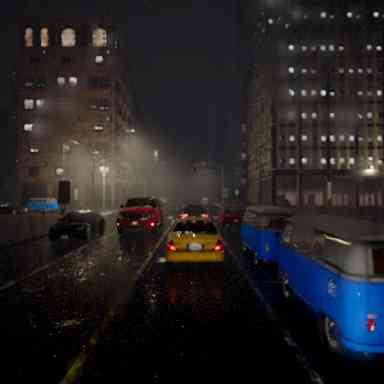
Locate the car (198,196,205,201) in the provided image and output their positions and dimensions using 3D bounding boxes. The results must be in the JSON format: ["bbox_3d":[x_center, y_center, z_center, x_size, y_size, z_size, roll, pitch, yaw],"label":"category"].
[{"bbox_3d":[2.674,1.859,94.778,1.752,1.417,4.829,1,0,0],"label":"car"}]

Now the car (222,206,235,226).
[{"bbox_3d":[2.694,1.639,22.604,1.887,1.381,4.507,1,0,0],"label":"car"}]

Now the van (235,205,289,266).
[{"bbox_3d":[2.700,1.391,11.452,1.690,1.788,3.998,1,0,0],"label":"van"}]

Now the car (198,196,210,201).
[{"bbox_3d":[2.682,1.801,66.350,2.008,1.369,4.403,1,0,0],"label":"car"}]

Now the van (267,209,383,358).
[{"bbox_3d":[2.701,1.367,5.875,1.690,1.788,3.998,1,0,0],"label":"van"}]

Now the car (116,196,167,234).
[{"bbox_3d":[-3.007,1.292,20.229,2.150,2.045,5.566,0,0,0],"label":"car"}]

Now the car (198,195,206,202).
[{"bbox_3d":[2.677,1.757,88.957,1.967,1.590,4.097,1,0,0],"label":"car"}]

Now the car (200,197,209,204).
[{"bbox_3d":[2.680,1.812,72.002,1.887,1.381,4.507,1,0,0],"label":"car"}]

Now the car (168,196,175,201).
[{"bbox_3d":[-5.706,1.859,94.437,1.752,1.417,4.829,1,0,0],"label":"car"}]

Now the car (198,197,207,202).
[{"bbox_3d":[2.677,1.851,83.304,2.008,1.369,4.403,1,0,0],"label":"car"}]

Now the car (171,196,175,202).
[{"bbox_3d":[-5.702,1.835,77.652,2.008,1.369,4.403,1,0,0],"label":"car"}]

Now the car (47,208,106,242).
[{"bbox_3d":[-5.685,1.639,17.031,1.947,1.339,4.313,1,0,0],"label":"car"}]

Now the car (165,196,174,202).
[{"bbox_3d":[-5.702,1.741,83.304,1.967,1.590,4.097,1,0,0],"label":"car"}]

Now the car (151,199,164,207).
[{"bbox_3d":[-5.696,1.798,55.046,1.802,1.307,4.206,1,0,0],"label":"car"}]

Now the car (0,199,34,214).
[{"bbox_3d":[-19.853,1.767,35.530,4.403,1.369,2.008,0,-1,1],"label":"car"}]

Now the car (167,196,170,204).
[{"bbox_3d":[-5.695,1.674,60.699,1.967,1.590,4.097,1,0,0],"label":"car"}]

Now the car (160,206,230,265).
[{"bbox_3d":[0.096,1.508,11.829,1.801,1.575,5.366,0,0,0],"label":"car"}]

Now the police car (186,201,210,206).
[{"bbox_3d":[0.098,1.599,22.530,2.038,1.542,4.974,0,0,0],"label":"police car"}]

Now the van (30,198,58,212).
[{"bbox_3d":[-19.748,1.706,43.912,3.998,1.788,1.690,0,-1,1],"label":"van"}]
